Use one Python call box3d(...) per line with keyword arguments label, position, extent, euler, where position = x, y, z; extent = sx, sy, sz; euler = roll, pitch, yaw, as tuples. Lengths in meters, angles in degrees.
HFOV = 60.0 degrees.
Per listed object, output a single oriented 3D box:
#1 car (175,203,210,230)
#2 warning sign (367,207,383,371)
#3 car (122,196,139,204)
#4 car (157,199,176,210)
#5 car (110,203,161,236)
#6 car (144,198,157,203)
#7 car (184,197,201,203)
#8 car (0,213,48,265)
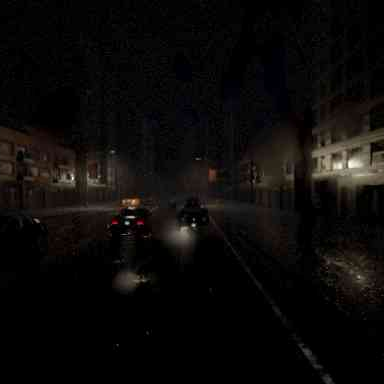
box3d(label="car", position=(0.094, 1.640, 21.511), extent=(1.895, 1.301, 4.718), euler=(0, 0, 0))
box3d(label="warning sign", position=(2.852, 1.122, 3.648), extent=(1.300, 1.860, 1.060), euler=(0, 0, 0))
box3d(label="car", position=(-9.828, 1.455, 53.607), extent=(2.097, 1.767, 4.553), euler=(0, 0, 0))
box3d(label="car", position=(-3.162, 1.647, 44.213), extent=(1.994, 1.385, 4.181), euler=(0, 0, 0))
box3d(label="car", position=(-3.155, 1.581, 18.710), extent=(2.033, 1.411, 5.357), euler=(0, 0, 0))
box3d(label="car", position=(-6.576, 1.667, 53.954), extent=(1.994, 1.385, 4.181), euler=(0, 0, 0))
box3d(label="car", position=(0.087, 1.432, 42.937), extent=(2.097, 1.767, 4.553), euler=(0, 0, 0))
box3d(label="car", position=(-6.593, 1.510, 11.167), extent=(2.128, 1.511, 4.902), euler=(0, 0, 0))
